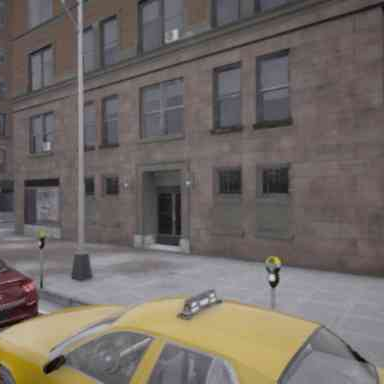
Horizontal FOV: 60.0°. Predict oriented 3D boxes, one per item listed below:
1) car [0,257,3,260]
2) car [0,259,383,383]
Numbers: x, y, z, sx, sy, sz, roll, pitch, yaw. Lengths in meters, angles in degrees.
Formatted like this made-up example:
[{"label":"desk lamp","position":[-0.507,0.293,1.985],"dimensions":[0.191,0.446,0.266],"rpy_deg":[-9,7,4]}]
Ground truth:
[{"label":"car","position":[-4.406,1.645,5.959],"dimensions":[4.206,1.307,1.802],"rpy_deg":[-1,0,36]},{"label":"car","position":[-0.141,1.541,2.912],"dimensions":[4.829,1.417,1.752],"rpy_deg":[-1,0,36]}]
